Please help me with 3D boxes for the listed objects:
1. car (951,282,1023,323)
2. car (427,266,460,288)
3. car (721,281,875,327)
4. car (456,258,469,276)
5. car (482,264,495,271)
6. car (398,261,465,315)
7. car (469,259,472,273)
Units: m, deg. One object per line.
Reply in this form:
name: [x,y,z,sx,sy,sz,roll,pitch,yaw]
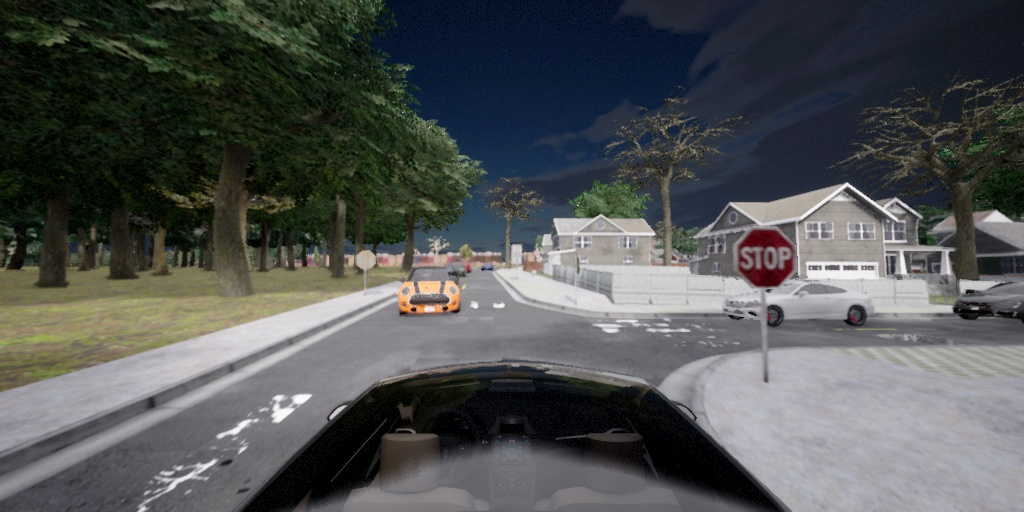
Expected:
car: [18.883,1.655,12.984,4.892,1.490,1.837,1,-3,-5]
car: [-4.920,1.466,26.266,1.994,1.385,4.181,0,0,-5]
car: [9.649,1.554,12.216,4.674,1.442,1.812,1,-3,-5]
car: [-5.934,1.340,37.837,2.097,1.767,4.553,0,0,-5]
car: [-4.041,1.827,61.246,1.994,1.385,4.181,0,-1,2]
car: [-3.265,1.184,14.034,2.097,1.767,4.553,0,0,-14]
car: [-6.858,1.340,50.178,2.150,2.045,5.566,0,-1,-3]
